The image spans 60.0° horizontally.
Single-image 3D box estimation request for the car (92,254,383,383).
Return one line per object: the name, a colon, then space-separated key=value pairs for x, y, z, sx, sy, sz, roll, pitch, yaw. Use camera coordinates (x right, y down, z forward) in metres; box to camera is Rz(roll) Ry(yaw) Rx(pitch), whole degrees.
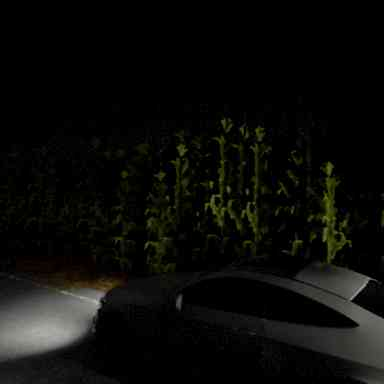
car: x=0.781 y=1.539 z=4.113 sx=4.674 sy=1.442 sz=1.812 roll=0 pitch=0 yaw=35
